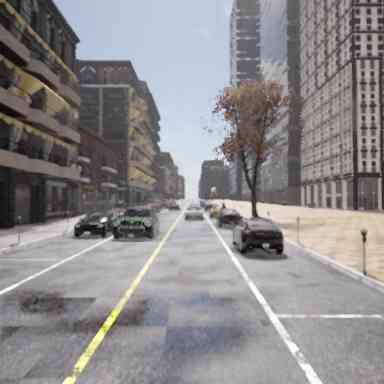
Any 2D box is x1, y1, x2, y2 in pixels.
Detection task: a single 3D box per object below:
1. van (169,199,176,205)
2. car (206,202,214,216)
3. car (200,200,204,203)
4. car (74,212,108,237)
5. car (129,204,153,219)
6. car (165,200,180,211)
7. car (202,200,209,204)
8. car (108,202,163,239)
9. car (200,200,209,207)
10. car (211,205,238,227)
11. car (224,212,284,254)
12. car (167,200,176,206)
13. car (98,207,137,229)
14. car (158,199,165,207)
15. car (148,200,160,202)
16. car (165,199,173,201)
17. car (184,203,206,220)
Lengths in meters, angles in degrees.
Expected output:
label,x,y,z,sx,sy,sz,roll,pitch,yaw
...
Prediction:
label,x,y,z,sx,sy,sz,roll,pitch,yaw
van,-5.365,2.743,92.449,1.690,1.788,3.998,1,-1,0
car,2.822,2.083,36.897,1.752,1.417,4.829,1,-1,0
car,0.245,2.223,44.796,2.033,1.411,5.357,0,-1,0
car,-5.616,1.862,20.048,1.947,1.339,4.313,1,-1,0
car,-5.559,2.114,36.756,1.947,1.339,4.313,1,-1,0
car,-2.896,2.416,54.119,1.895,1.301,4.718,0,-1,1
car,2.878,2.360,53.433,2.008,1.369,4.403,1,-1,0
car,-3.043,1.633,18.956,2.097,1.767,4.553,0,-1,0
car,2.975,2.676,81.279,1.967,1.590,4.097,1,-1,0
car,2.783,1.938,25.588,2.008,1.369,4.403,1,-1,0
car,2.745,1.771,14.449,2.008,1.369,4.403,1,-1,0
car,-5.388,2.867,86.876,2.008,1.369,4.403,1,-1,0
car,-5.597,1.931,25.618,2.008,1.369,4.403,1,-1,0
car,-5.517,2.033,47.898,2.192,1.841,5.009,1,-1,0
car,-5.540,2.156,42.155,1.752,1.417,4.829,1,-1,0
car,-5.460,2.288,64.603,2.192,1.841,5.009,1,-1,0
car,0.211,2.118,34.336,1.895,1.301,4.718,0,-1,0
